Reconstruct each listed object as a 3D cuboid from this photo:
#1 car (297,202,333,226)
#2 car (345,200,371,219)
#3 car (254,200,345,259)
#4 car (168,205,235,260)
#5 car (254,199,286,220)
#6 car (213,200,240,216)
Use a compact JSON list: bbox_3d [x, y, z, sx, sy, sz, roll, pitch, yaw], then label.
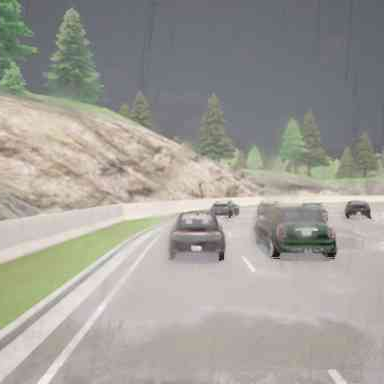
[{"bbox_3d":[8.888,1.508,24.444,2.033,1.411,5.357,0,0,16],"label":"car"},{"bbox_3d":[14.417,1.459,28.987,1.837,1.490,4.892,-1,0,24],"label":"car"},{"bbox_3d":[3.719,1.332,12.731,2.097,1.767,4.553,0,0,2],"label":"car"},{"bbox_3d":[0.205,1.472,12.390,2.128,1.511,4.902,0,0,2],"label":"car"},{"bbox_3d":[6.923,1.445,29.099,2.128,1.511,4.902,0,0,20],"label":"car"},{"bbox_3d":[2.987,1.445,29.166,2.128,1.511,4.902,0,0,19],"label":"car"}]
